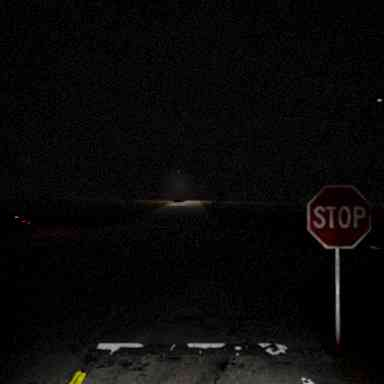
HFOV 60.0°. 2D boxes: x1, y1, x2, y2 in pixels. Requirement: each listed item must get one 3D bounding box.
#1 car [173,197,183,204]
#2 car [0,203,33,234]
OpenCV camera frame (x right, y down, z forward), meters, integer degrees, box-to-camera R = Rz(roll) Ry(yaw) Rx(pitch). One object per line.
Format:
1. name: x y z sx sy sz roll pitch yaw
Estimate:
1. car: -2.738 1.659 66.328 1.895 1.301 4.718 0 0 0
2. car: -10.310 1.199 16.199 4.674 1.442 1.812 3 1 -6
